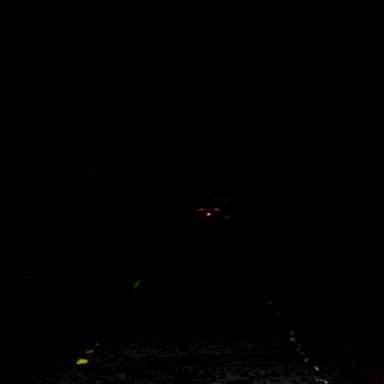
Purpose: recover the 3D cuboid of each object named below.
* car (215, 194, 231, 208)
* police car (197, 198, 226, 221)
[{"bbox_3d":[4.539,1.270,49.421,2.150,2.045,5.566,0,0,10],"label":"car"},{"bbox_3d":[1.528,1.531,27.322,2.038,1.542,4.974,0,0,6],"label":"police car"}]
